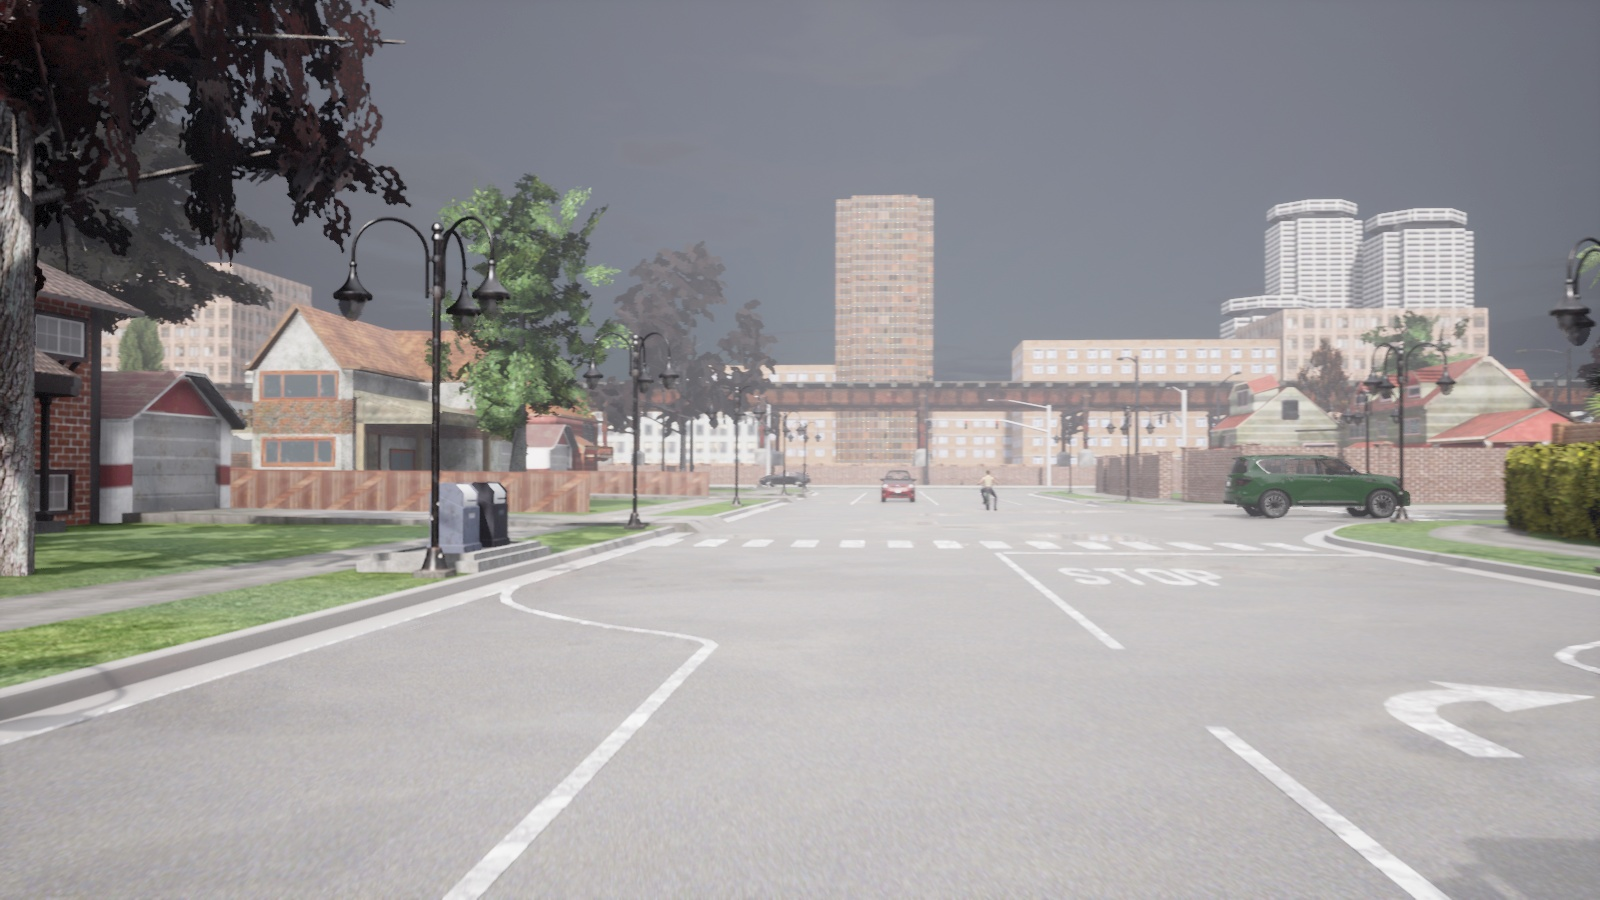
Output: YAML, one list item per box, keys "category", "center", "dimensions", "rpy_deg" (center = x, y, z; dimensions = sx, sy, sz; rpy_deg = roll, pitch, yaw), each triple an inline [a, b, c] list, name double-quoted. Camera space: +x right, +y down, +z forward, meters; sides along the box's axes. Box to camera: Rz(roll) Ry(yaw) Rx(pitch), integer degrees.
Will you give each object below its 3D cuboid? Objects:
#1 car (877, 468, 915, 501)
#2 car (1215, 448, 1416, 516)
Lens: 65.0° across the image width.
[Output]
- category: "car"
  center: [4.886, 1.742, 63.914]
  dimensions: [1.851, 1.617, 3.988]
  rpy_deg: [0, -1, 4]
- category: "car"
  center: [16.495, 1.024, 40.446]
  dimensions: [5.566, 2.045, 2.150]
  rpy_deg: [-1, -1, 4]
